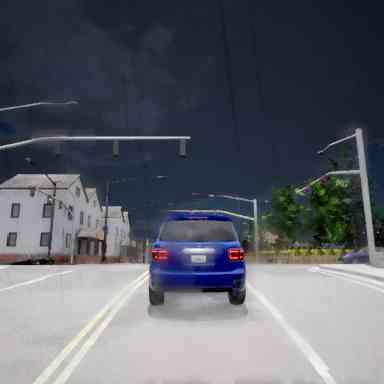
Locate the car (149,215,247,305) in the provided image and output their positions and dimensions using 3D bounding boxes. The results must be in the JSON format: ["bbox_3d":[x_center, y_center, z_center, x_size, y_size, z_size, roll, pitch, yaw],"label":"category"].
[{"bbox_3d":[0.080,1.761,9.310,2.150,2.045,5.566,0,-7,-1],"label":"car"}]

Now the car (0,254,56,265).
[{"bbox_3d":[-14.937,6.388,29.847,4.718,1.301,1.895,-8,-12,-1],"label":"car"}]

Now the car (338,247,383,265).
[{"bbox_3d":[15.431,5.660,29.610,4.553,1.767,2.097,0,-12,1],"label":"car"}]
